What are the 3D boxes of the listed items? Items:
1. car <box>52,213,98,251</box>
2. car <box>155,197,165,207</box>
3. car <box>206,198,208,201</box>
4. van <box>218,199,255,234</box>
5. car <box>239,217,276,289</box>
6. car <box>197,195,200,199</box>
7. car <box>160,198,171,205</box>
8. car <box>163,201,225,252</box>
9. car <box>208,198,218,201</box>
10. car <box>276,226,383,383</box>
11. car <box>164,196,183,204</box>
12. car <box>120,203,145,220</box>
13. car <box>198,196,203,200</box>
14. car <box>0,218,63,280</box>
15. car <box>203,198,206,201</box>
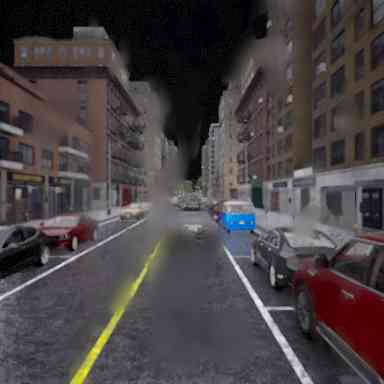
[{"bbox_3d":[-5.404,1.629,14.474,1.887,1.381,4.507,0,0,0],"label":"car"},{"bbox_3d":[-5.393,1.914,57.723,1.802,1.307,4.206,0,0,0],"label":"car"},{"bbox_3d":[3.014,1.708,39.907,1.882,1.535,5.008,0,0,0],"label":"car"},{"bbox_3d":[2.689,1.457,19.883,1.690,1.788,3.998,0,0,0],"label":"van"},{"bbox_3d":[2.699,1.604,9.069,2.008,1.369,4.403,0,0,0],"label":"car"},{"bbox_3d":[2.638,1.977,73.943,2.008,1.369,4.403,0,0,0],"label":"car"},{"bbox_3d":[-5.391,1.945,68.536,2.008,1.369,4.403,0,0,0],"label":"car"},{"bbox_3d":[0.068,1.435,14.453,2.097,1.767,4.553,0,0,0],"label":"car"},{"bbox_3d":[2.684,1.462,25.290,2.192,1.841,5.009,0,0,0],"label":"car"},{"bbox_3d":[2.704,1.337,3.664,2.192,1.841,5.009,0,0,0],"label":"car"},{"bbox_3d":[-2.829,1.778,52.138,1.882,1.535,5.008,0,0,0],"label":"car"},{"bbox_3d":[-5.400,1.702,30.524,1.752,1.417,4.829,0,0,0],"label":"car"},{"bbox_3d":[2.643,1.921,68.707,1.752,1.417,4.829,0,0,0],"label":"car"},{"bbox_3d":[-5.406,1.619,9.068,1.947,1.339,4.313,0,0,0],"label":"car"},{"bbox_3d":[2.987,1.623,46.878,2.097,1.767,4.553,0,0,0],"label":"car"}]
